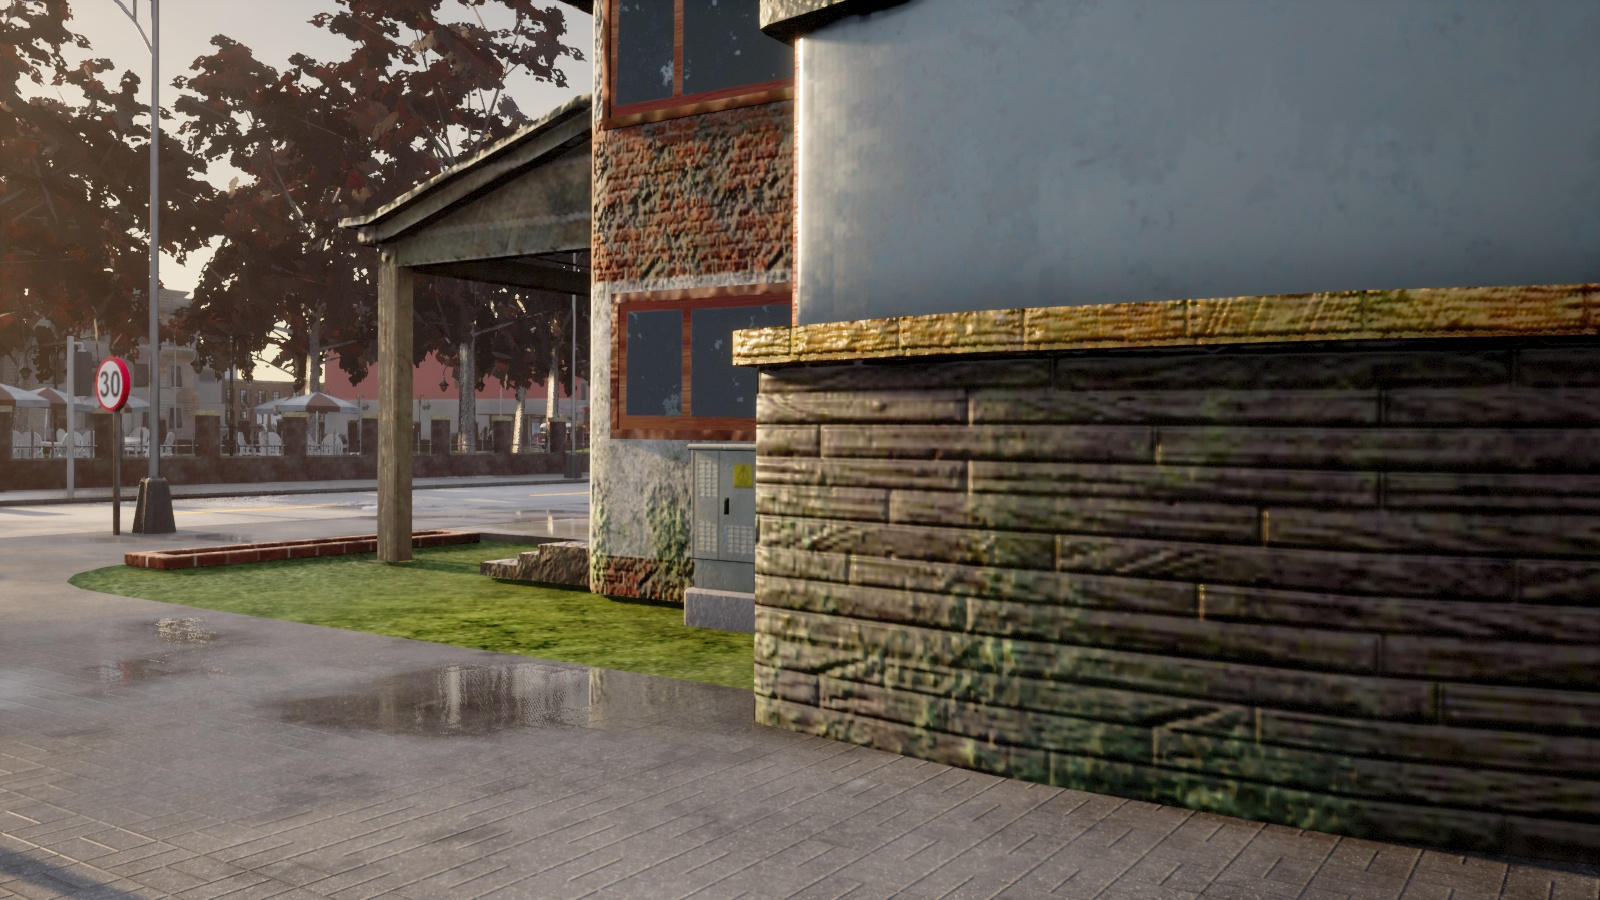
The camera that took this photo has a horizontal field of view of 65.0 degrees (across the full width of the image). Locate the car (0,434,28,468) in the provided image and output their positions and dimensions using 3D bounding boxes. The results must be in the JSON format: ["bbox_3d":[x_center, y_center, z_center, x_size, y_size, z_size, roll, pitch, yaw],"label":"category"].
[{"bbox_3d":[-43.102,0.089,65.308,2.097,1.767,4.553,0,1,33],"label":"car"}]

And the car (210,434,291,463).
[{"bbox_3d":[-32.448,-0.090,74.212,1.851,1.617,3.988,0,1,33],"label":"car"}]

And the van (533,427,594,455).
[{"bbox_3d":[-18.045,-0.693,96.037,2.069,2.038,4.480,0,1,34],"label":"van"}]
